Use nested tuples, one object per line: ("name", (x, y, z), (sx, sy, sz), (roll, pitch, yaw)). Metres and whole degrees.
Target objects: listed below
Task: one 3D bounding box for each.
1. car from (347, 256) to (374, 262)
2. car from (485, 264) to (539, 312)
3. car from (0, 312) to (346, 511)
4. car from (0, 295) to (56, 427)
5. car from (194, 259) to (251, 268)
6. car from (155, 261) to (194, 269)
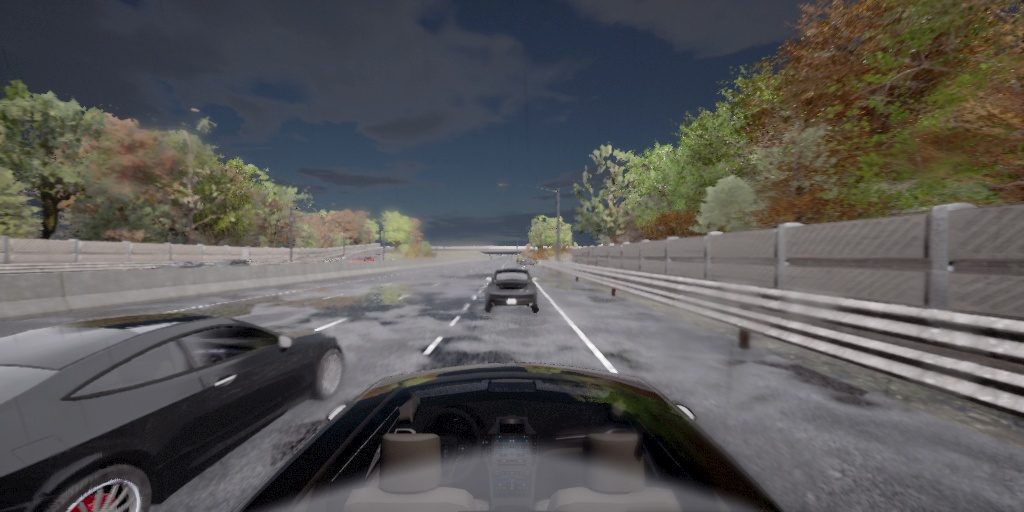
("car", (-21.024, 0.970, 49.974), (2.150, 2.045, 5.566), (0, 0, 1))
("car", (0.004, 1.247, 14.191), (1.837, 1.490, 4.892), (0, 0, 0))
("car", (-3.399, 1.274, 3.447), (1.812, 1.442, 4.674), (0, 0, 0))
("car", (-6.901, 1.255, 2.252), (1.837, 1.490, 4.892), (0, 0, 0))
("car", (-28.039, 1.104, 35.339), (2.097, 1.767, 4.553), (0, 0, 1))
("car", (-31.528, 1.242, 34.482), (2.128, 1.511, 4.902), (0, 0, 1))
